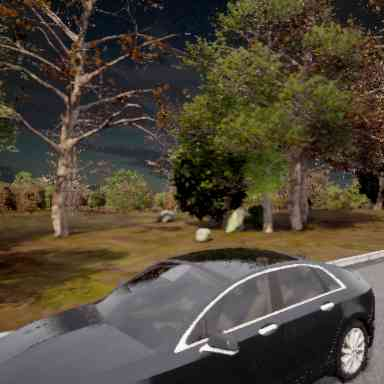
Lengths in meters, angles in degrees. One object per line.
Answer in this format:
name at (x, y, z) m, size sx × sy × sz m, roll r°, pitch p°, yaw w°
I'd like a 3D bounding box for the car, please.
car at (0.259, 1.500, 3.867) m, size 4.892 × 1.490 × 1.837 m, roll 0°, pitch 0°, yaw -35°
